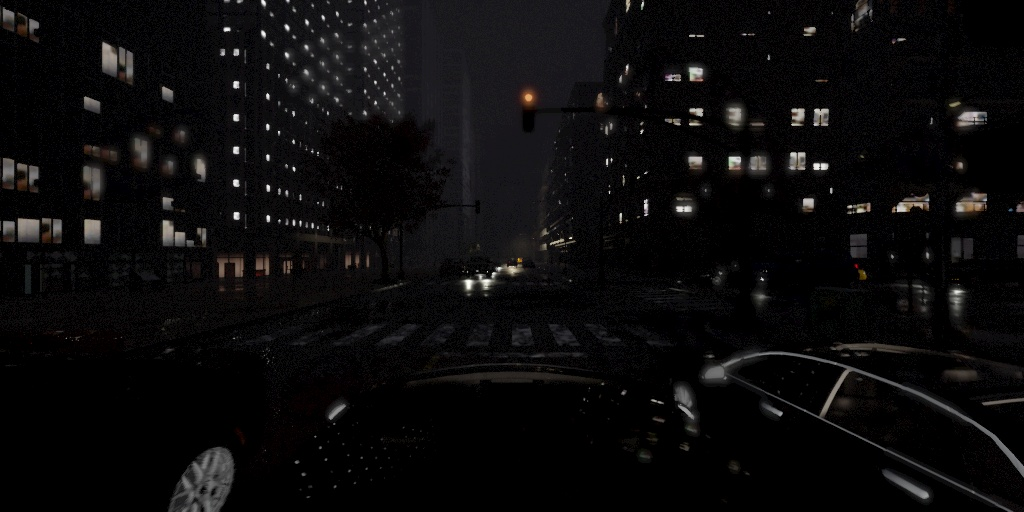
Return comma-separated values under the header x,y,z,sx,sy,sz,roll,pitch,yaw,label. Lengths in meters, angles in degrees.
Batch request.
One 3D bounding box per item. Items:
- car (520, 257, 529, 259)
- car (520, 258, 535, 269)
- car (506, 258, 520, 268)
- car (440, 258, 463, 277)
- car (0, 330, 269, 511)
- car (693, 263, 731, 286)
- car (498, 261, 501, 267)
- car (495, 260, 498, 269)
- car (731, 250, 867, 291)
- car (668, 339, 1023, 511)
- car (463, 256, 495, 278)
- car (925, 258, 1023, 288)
x,y,z,sx,sy,sz,roll,pitch,yaw,label
2.719,1.316,62.763,1.751,1.417,4.829,0,0,0,car
2.717,1.349,57.071,1.948,1.339,4.313,0,0,0,car
0.029,1.284,64.303,2.128,1.511,4.902,0,0,0,car
-5.676,1.079,34.984,2.192,1.841,5.009,0,0,0,car
-3.102,1.227,1.090,1.882,1.535,5.008,0,0,0,car
13.444,1.095,22.003,4.403,1.370,2.007,0,0,-1,car
-3.003,1.394,64.754,1.895,1.301,4.718,0,0,1,car
-3.079,1.298,45.143,1.812,1.442,4.674,0,0,0,car
15.435,0.740,19.434,5.566,2.045,2.150,-1,0,-1,car
2.689,1.300,2.592,2.007,1.370,4.403,0,0,0,car
-3.084,0.986,34.609,2.150,2.045,5.566,0,0,0,car
25.527,0.883,19.529,4.892,1.490,1.837,-1,0,-1,car
